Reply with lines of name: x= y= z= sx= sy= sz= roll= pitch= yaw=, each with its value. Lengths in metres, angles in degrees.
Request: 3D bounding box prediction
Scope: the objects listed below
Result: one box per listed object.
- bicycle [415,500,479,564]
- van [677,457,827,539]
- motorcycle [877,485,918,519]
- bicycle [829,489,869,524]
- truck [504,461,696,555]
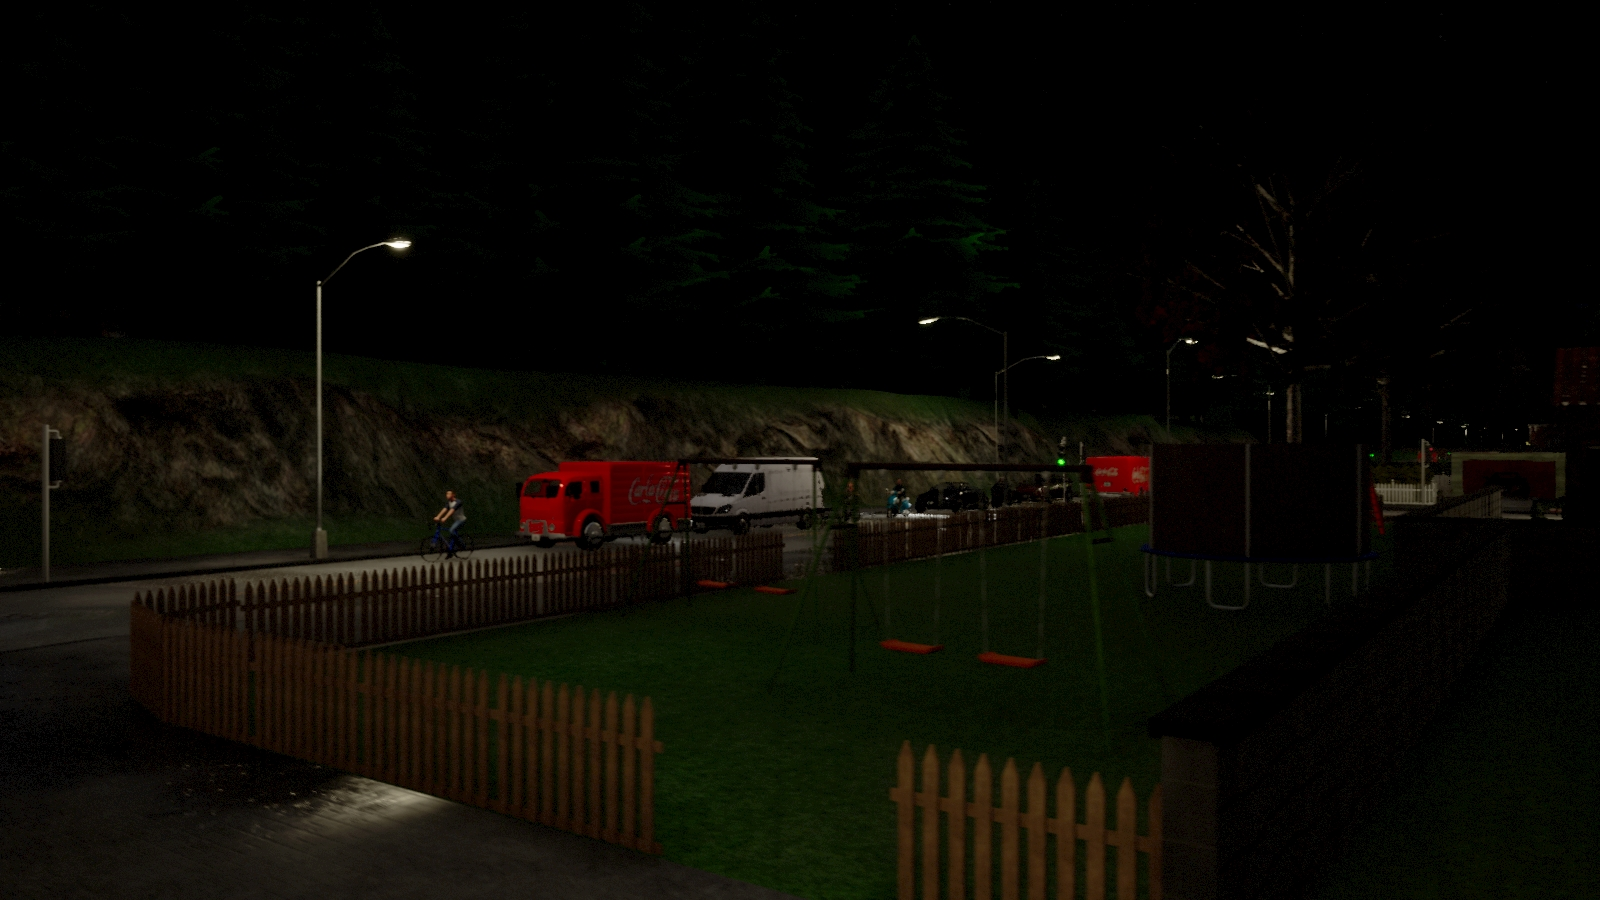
bicycle: x=-8.887 y=2.056 z=28.828 sx=0.373 sy=1.496 sz=1.643 roll=0 pitch=0 yaw=35
van: x=-1.528 y=1.535 z=39.318 sx=1.988 sy=2.561 sz=5.915 roll=0 pitch=0 yaw=35
motorcycle: x=4.030 y=2.143 z=47.049 sx=0.856 sy=1.316 sz=1.805 roll=0 pitch=0 yaw=36
bicycle: x=1.894 y=2.158 z=44.014 sx=0.859 sy=1.276 sz=1.487 roll=0 pitch=0 yaw=36
truck: x=-5.725 y=1.568 z=33.340 sx=2.627 sy=2.467 sz=5.204 roll=0 pitch=0 yaw=35
